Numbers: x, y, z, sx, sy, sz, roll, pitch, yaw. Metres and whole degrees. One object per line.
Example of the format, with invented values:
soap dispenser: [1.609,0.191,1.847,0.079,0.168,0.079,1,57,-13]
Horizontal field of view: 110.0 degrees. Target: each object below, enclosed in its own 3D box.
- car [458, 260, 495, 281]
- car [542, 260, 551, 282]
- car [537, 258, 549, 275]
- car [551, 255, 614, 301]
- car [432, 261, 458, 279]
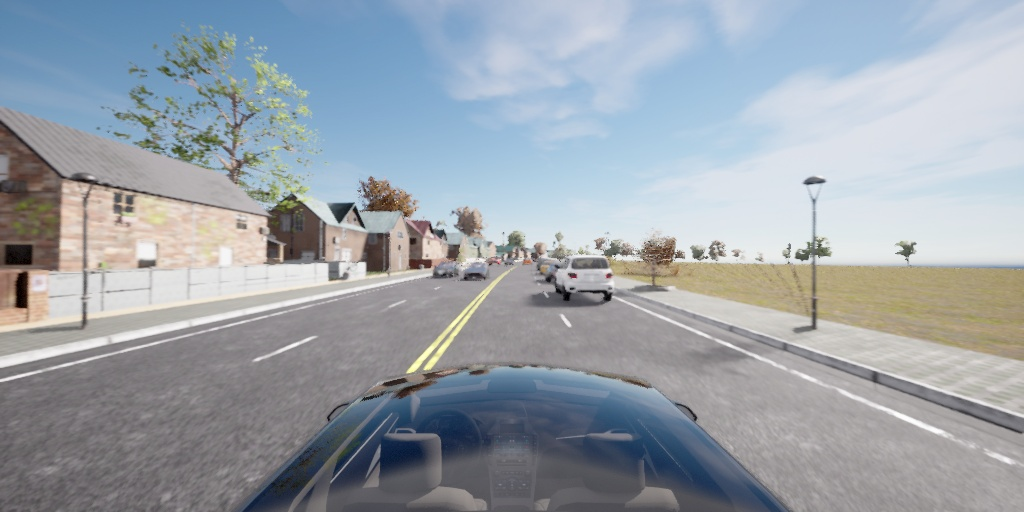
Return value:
car: [-2.890,1.312,30.618,2.033,1.411,5.357,0,0,2]
car: [3.632,1.296,28.571,1.812,1.442,4.674,0,0,2]
car: [4.015,1.233,39.752,1.801,1.575,5.366,0,0,2]
car: [3.379,0.986,17.659,2.150,2.045,5.566,0,0,1]
car: [-6.032,1.255,33.384,2.128,1.511,4.902,0,0,2]
